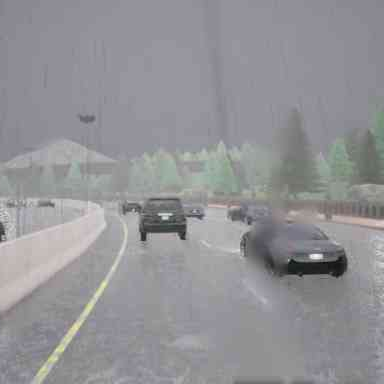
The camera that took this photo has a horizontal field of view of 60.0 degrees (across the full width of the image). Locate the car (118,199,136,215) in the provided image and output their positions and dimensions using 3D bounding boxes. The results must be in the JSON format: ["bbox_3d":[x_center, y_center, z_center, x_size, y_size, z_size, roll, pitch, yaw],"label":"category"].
[{"bbox_3d":[-6.600,1.531,35.033,1.837,1.490,4.892,0,0,-20],"label":"car"}]

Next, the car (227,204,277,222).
[{"bbox_3d":[4.193,1.533,23.623,2.033,1.411,5.357,0,0,-13],"label":"car"}]

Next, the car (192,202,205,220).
[{"bbox_3d":[-0.495,1.551,27.864,2.033,1.411,5.357,0,0,-16],"label":"car"}]

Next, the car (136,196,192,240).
[{"bbox_3d":[-1.642,1.229,17.245,2.150,2.045,5.566,0,0,-10],"label":"car"}]

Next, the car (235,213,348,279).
[{"bbox_3d":[2.851,1.554,10.161,1.994,1.385,4.181,0,0,-6],"label":"car"}]
